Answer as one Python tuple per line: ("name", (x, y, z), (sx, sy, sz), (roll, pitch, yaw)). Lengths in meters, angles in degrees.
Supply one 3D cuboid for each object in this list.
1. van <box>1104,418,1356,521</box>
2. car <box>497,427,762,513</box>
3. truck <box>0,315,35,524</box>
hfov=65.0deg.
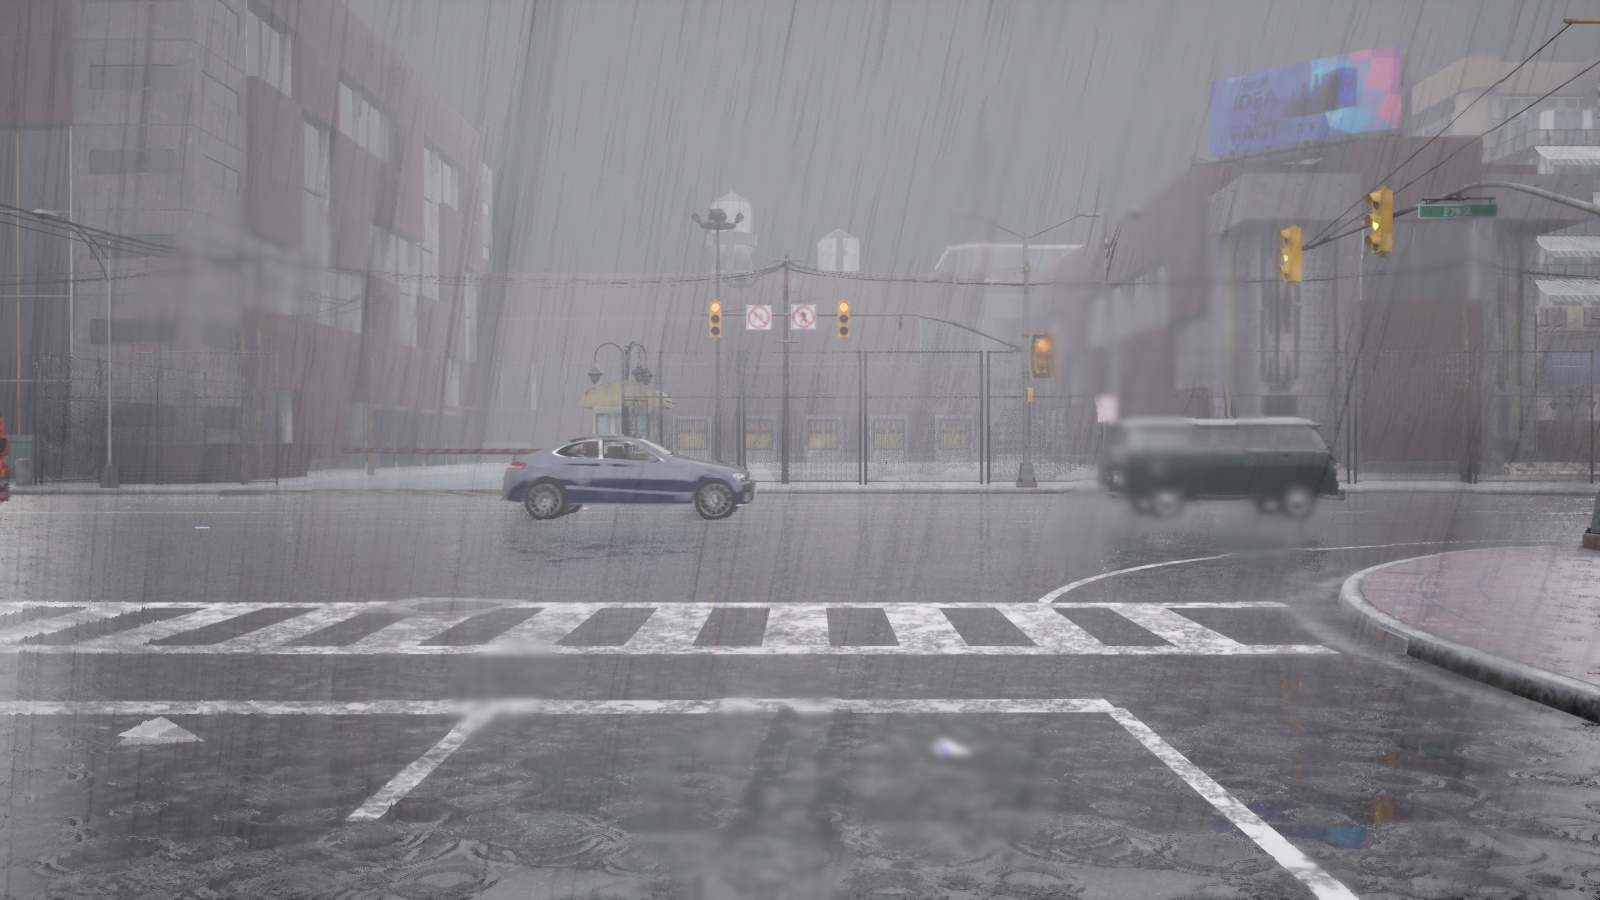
("van", (8.526, 0.364, 25.168), (4.442, 1.987, 1.775), (0, 0, 1))
("car", (-3.328, 0.380, 25.267), (5.027, 1.651, 2.152), (0, 0, 0))
("truck", (-18.917, -0.561, 22.559), (8.468, 3.827, 2.891), (0, 0, -4))
